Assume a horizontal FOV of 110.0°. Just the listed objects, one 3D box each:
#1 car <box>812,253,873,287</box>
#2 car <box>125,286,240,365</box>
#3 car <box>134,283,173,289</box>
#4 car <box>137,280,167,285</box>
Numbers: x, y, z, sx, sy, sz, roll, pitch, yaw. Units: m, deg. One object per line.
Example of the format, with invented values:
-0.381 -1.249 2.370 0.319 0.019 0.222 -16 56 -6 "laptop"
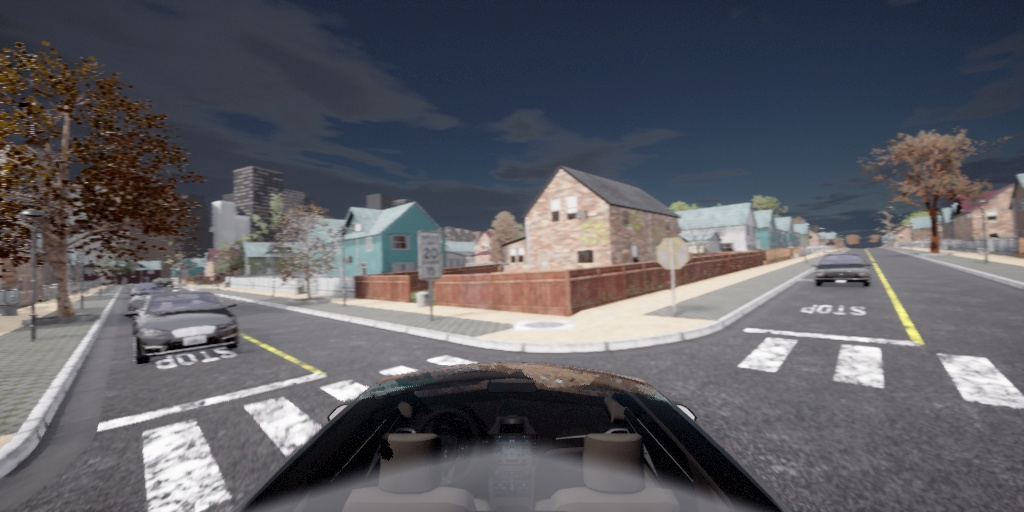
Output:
15.602 0.595 16.942 2.033 1.411 5.357 -4 -1 44 "car"
-8.843 1.713 9.643 4.902 1.511 2.128 -3 -2 43 "car"
-18.986 2.374 19.124 4.181 1.385 1.994 -3 -2 43 "car"
-32.015 3.117 31.400 5.357 1.411 2.033 -3 -2 44 "car"
